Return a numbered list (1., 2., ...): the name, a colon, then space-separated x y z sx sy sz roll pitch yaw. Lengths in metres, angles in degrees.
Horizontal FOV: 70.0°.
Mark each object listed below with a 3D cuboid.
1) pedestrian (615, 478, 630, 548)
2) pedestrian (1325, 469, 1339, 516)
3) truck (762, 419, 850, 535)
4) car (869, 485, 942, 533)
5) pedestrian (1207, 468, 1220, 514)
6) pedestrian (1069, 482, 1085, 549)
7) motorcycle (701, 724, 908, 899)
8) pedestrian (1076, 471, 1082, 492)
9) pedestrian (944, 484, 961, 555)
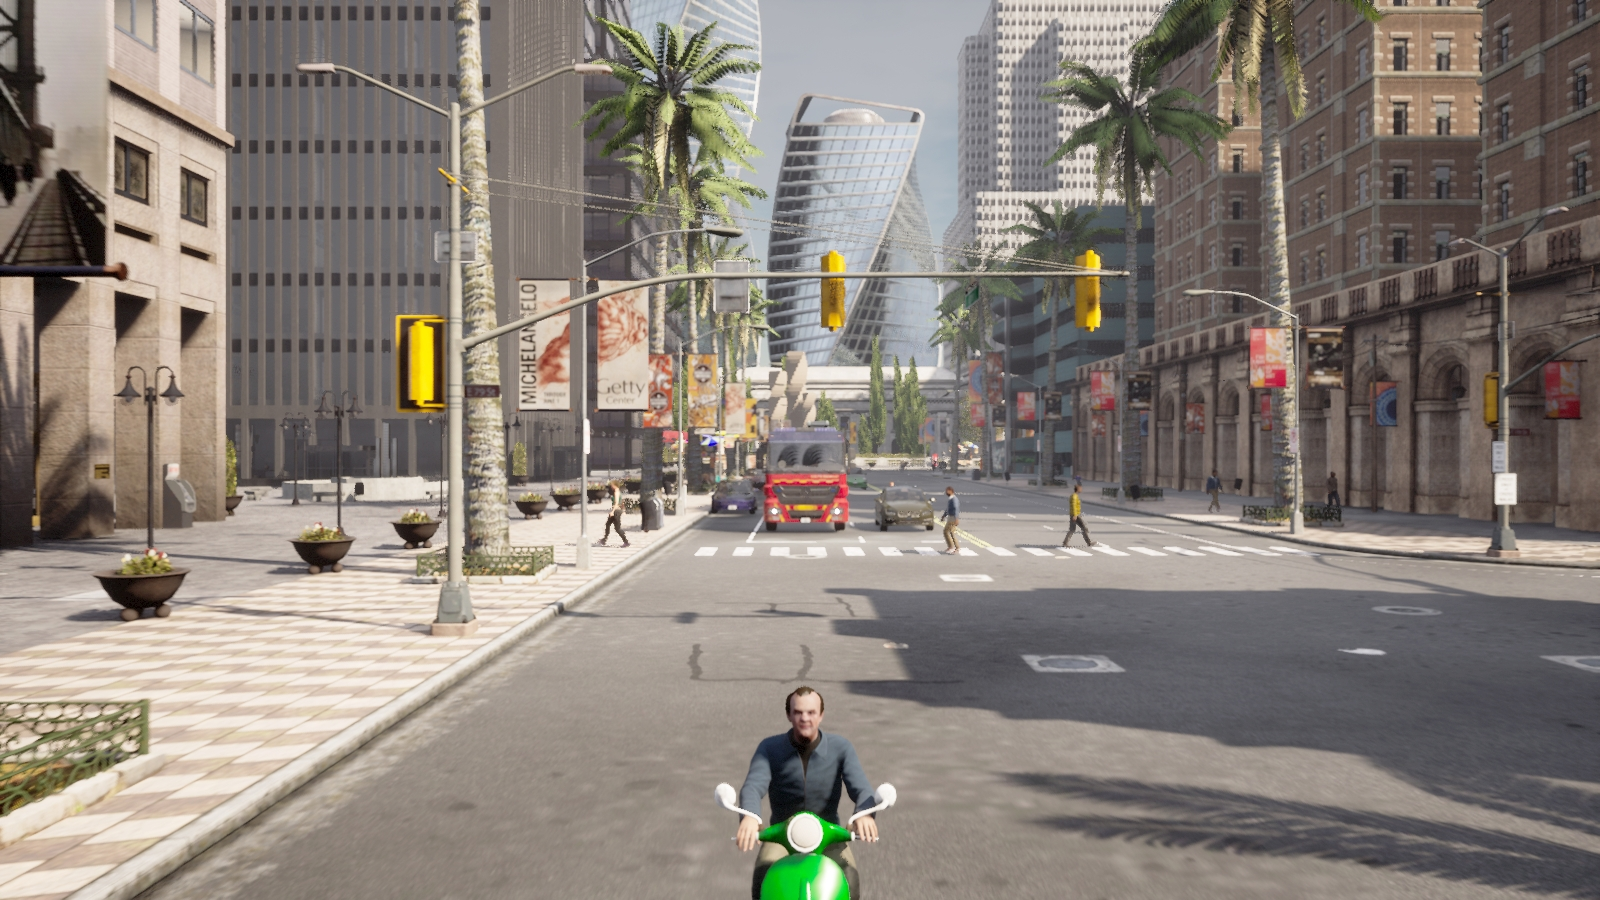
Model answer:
1. pedestrian: -4.772 1.698 30.701 0.375 1.860 0.375 0 0 -3
2. pedestrian: 21.199 1.700 45.524 0.375 1.860 0.375 0 0 -1
3. truck: 0.220 0.893 41.895 2.891 3.827 8.468 0 0 0
4. car: 3.709 2.064 41.065 2.231 1.480 4.892 0 0 0
5. pedestrian: 17.201 1.700 47.522 0.375 1.860 0.375 0 0 -15
6. pedestrian: 7.814 1.851 32.230 0.375 1.860 0.375 0 0 1
7. motorcycle: 0.025 2.183 5.621 0.856 1.236 1.805 0 0 0
8. pedestrian: 17.373 1.981 71.195 0.375 1.300 0.375 0 0 12
9. pedestrian: 4.053 1.851 30.371 0.375 1.860 0.375 0 0 -2
